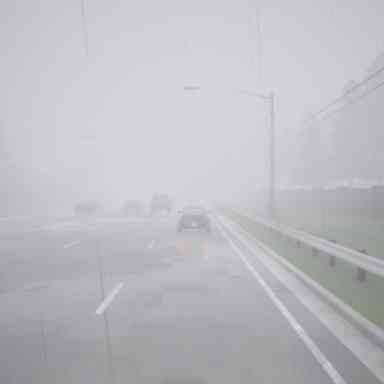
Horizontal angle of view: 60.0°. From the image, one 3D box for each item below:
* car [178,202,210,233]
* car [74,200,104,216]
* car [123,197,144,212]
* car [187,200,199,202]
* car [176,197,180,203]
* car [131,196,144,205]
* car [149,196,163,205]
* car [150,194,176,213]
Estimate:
[{"bbox_3d":[0.115,1.552,19.939,1.812,1.442,4.674,0,0,0],"label":"car"},{"bbox_3d":[-10.378,1.524,33.809,1.882,1.535,5.008,0,0,0],"label":"car"},{"bbox_3d":[-6.874,1.544,39.313,2.128,1.511,4.902,0,0,0],"label":"car"},{"bbox_3d":[0.129,1.659,44.387,1.895,1.301,4.718,0,0,0],"label":"car"},{"bbox_3d":[-3.357,1.610,64.257,1.812,1.442,4.674,0,0,0],"label":"car"},{"bbox_3d":[-10.356,1.611,63.515,1.812,1.442,4.674,0,0,0],"label":"car"},{"bbox_3d":[-6.857,1.577,63.992,2.128,1.511,4.902,0,0,0],"label":"car"},{"bbox_3d":[-3.375,1.271,37.757,2.150,2.045,5.566,0,0,0],"label":"car"}]
